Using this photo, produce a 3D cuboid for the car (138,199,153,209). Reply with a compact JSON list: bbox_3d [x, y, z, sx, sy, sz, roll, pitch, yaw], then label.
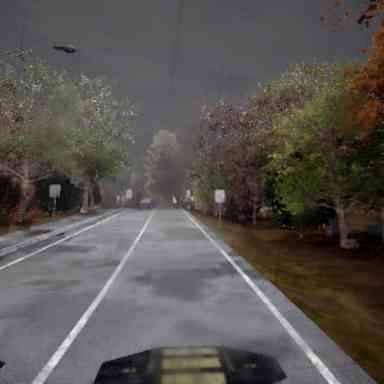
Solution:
[{"bbox_3d":[-7.186,1.893,51.524,1.837,1.490,4.892,0,-3,-4],"label":"car"}]
